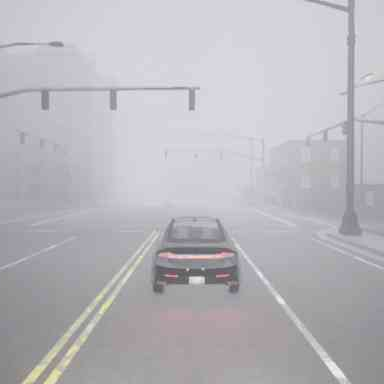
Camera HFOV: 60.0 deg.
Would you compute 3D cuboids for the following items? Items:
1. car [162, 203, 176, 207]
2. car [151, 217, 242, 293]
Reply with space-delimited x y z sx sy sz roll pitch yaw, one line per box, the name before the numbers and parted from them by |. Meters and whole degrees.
car | -3.591 2.385 53.156 1.994 1.385 4.181 0 -10 0
car | 0.074 1.374 8.519 2.128 1.511 4.902 0 1 0
